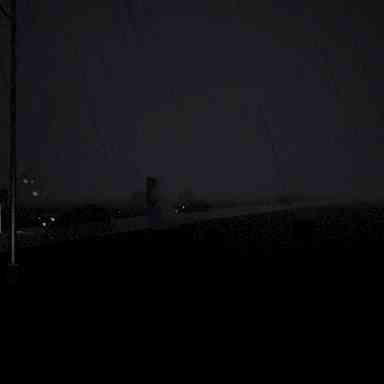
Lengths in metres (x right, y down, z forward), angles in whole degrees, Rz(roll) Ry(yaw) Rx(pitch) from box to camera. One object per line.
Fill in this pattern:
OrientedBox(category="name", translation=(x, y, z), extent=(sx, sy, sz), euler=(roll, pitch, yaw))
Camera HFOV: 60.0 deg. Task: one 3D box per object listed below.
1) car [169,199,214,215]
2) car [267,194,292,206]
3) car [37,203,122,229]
OrientedBox(category="car", translation=(0.005, 1.376, 31.006), extent=(1.895, 1.301, 4.718), euler=(0, 1, 37))
OrientedBox(category="car", translation=(12.288, 1.082, 46.472), extent=(2.128, 1.511, 4.902), euler=(0, 1, 41))
OrientedBox(category="car", translation=(-6.957, 1.435, 21.235), extent=(2.033, 1.411, 5.357), euler=(0, 1, 35))
